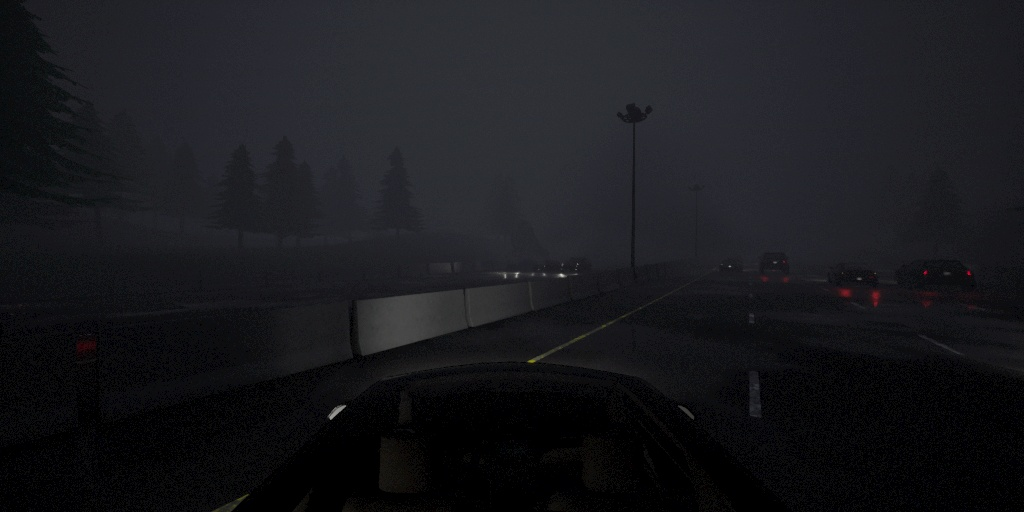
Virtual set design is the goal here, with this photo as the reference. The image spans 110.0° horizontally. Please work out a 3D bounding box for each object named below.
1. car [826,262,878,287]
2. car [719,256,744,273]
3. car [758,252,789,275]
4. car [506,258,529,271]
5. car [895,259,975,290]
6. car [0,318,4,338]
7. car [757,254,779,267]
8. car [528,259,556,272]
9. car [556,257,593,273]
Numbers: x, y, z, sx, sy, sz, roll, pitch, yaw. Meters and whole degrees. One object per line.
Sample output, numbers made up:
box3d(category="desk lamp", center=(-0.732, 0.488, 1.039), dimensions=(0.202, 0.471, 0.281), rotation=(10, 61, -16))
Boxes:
box3d(category="car", center=(21.680, 1.106, 22.925), dimensions=(1.812, 1.442, 4.674), rotation=(0, 1, 34))
box3d(category="car", center=(22.464, 0.956, 36.808), dimensions=(1.994, 1.385, 4.181), rotation=(0, 1, 34))
box3d(category="car", center=(24.999, 0.628, 34.293), dimensions=(2.150, 2.045, 5.566), rotation=(0, 1, 33))
box3d(category="car", center=(1.228, 0.992, 42.952), dimensions=(1.882, 1.535, 5.008), rotation=(0, 1, 34))
box3d(category="car", center=(24.654, 0.935, 21.096), dimensions=(2.097, 1.767, 4.553), rotation=(0, 1, 34))
box3d(category="car", center=(-11.397, 1.242, 5.039), dimensions=(1.837, 1.490, 4.892), rotation=(0, 0, 34))
box3d(category="car", center=(33.243, 0.584, 46.735), dimensions=(2.128, 1.511, 4.902), rotation=(0, 1, 33))
box3d(category="car", center=(4.131, 1.133, 40.997), dimensions=(1.895, 1.301, 4.718), rotation=(0, 1, 34))
box3d(category="car", center=(7.082, 0.909, 39.113), dimensions=(2.097, 1.767, 4.553), rotation=(0, 1, 34))
